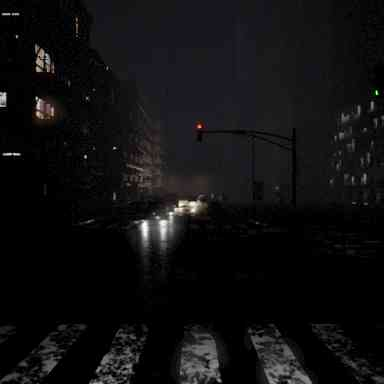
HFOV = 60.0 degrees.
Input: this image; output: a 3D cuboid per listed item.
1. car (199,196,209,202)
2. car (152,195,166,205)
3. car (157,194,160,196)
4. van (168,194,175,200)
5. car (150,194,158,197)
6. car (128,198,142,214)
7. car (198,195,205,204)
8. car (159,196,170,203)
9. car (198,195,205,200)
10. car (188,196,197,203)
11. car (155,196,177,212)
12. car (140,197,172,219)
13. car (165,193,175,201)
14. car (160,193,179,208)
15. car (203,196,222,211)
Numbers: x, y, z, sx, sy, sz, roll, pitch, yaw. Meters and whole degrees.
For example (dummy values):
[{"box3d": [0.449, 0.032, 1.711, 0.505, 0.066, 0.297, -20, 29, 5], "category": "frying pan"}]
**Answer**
[{"box3d": [2.681, 1.548, 74.936, 1.887, 1.381, 4.507, -1, 0, 0], "category": "car"}, {"box3d": [-5.676, 1.439, 57.935, 1.967, 1.590, 4.097, -1, 0, 0], "category": "car"}, {"box3d": [-5.680, 1.312, 52.287, 2.192, 1.841, 5.009, -1, 0, 0], "category": "car"}, {"box3d": [-5.662, 1.350, 91.828, 1.690, 1.788, 3.998, -1, 0, 0], "category": "van"}, {"box3d": [-5.684, 1.436, 40.988, 1.967, 1.590, 4.097, -1, 0, 0], "category": "car"}, {"box3d": [-5.685, 1.540, 35.339, 1.887, 1.381, 4.507, -1, 0, 0], "category": "car"}, {"box3d": [2.676, 1.551, 63.637, 2.008, 1.369, 4.403, -1, 0, 0], "category": "car"}, {"box3d": [-5.669, 1.583, 69.233, 1.802, 1.307, 4.206, -1, 0, 0], "category": "car"}, {"box3d": [2.688, 1.534, 92.053, 1.752, 1.417, 4.829, -1, 0, 0], "category": "car"}, {"box3d": [0.135, 1.549, 69.761, 2.033, 1.411, 5.357, 0, 0, 0], "category": "car"}, {"box3d": [-3.078, 1.521, 39.062, 1.812, 1.442, 4.674, 0, 0, 0], "category": "car"}, {"box3d": [-3.086, 1.500, 29.308, 1.837, 1.490, 4.892, 0, 0, 0], "category": "car"}, {"box3d": [-5.665, 1.322, 86.180, 2.192, 1.841, 5.009, -1, 0, 0], "category": "car"}, {"box3d": [-3.067, 1.218, 49.409, 2.150, 2.045, 5.566, 0, 0, 0], "category": "car"}, {"box3d": [2.665, 1.540, 41.042, 1.887, 1.381, 4.507, -1, 0, 0], "category": "car"}]
